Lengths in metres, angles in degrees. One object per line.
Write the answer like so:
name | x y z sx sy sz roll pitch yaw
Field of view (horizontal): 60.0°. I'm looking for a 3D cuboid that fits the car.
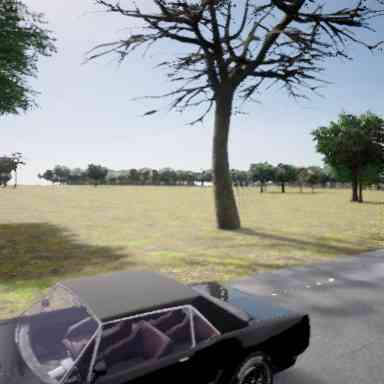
car | -1.005 1.606 3.272 4.718 1.301 1.895 0 0 -36
